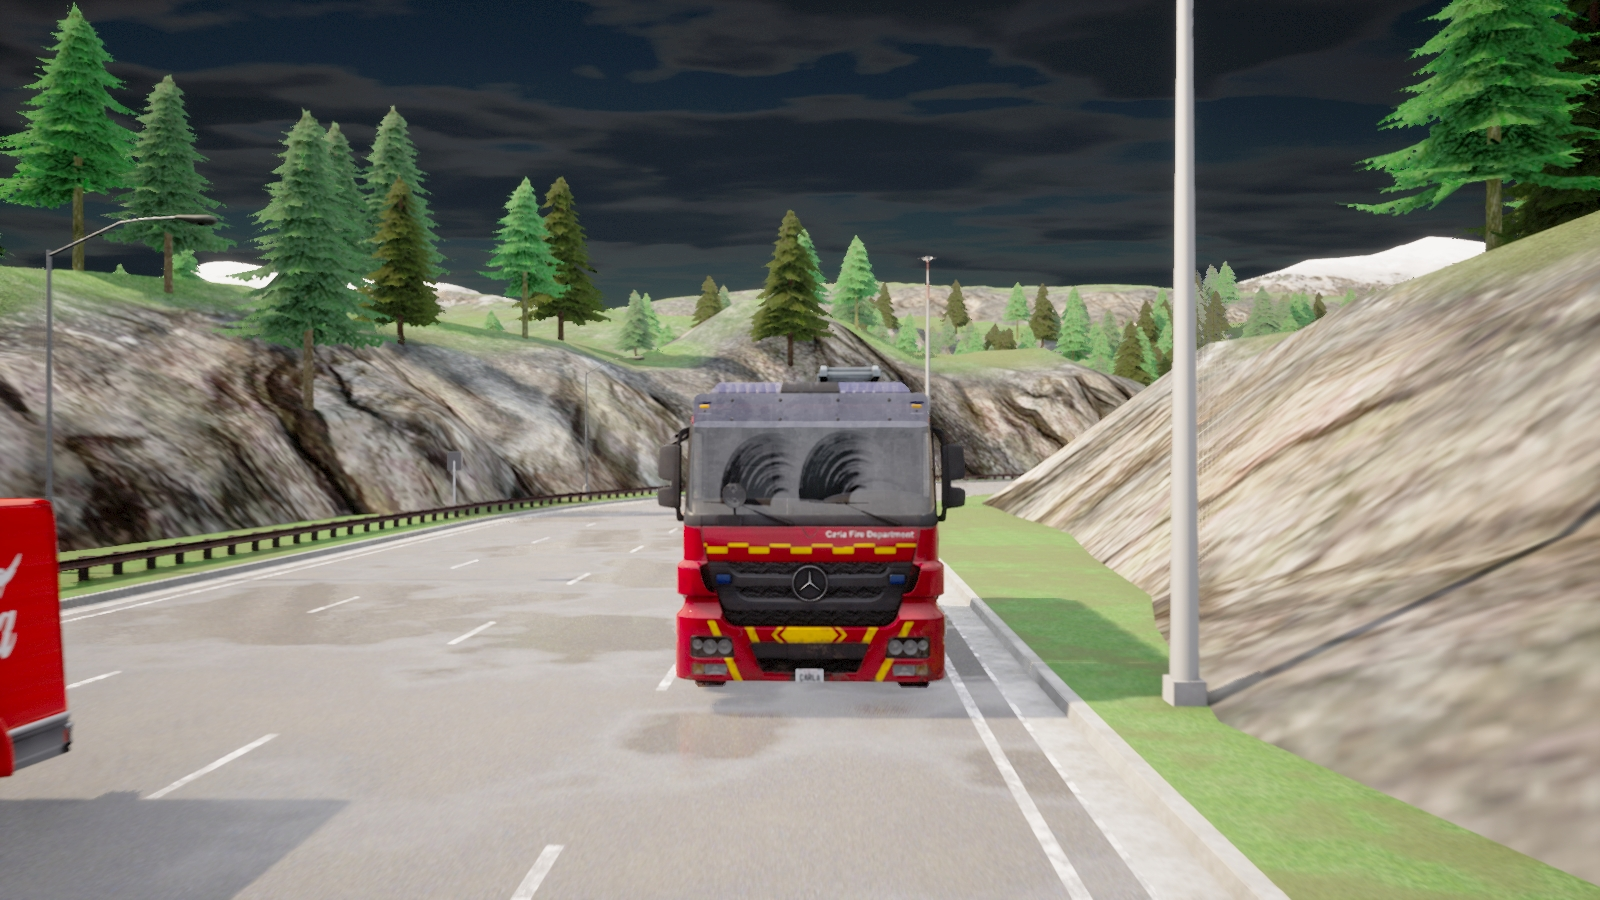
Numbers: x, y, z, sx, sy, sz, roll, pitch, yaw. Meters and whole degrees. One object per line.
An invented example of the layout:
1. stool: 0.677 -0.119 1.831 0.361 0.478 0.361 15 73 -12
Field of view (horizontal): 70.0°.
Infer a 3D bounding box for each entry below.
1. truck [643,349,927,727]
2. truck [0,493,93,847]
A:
1. truck: -0.043 0.881 15.857 2.891 3.827 8.468 0 0 2
2. truck: -6.978 1.567 6.517 2.627 2.467 5.204 0 0 1
